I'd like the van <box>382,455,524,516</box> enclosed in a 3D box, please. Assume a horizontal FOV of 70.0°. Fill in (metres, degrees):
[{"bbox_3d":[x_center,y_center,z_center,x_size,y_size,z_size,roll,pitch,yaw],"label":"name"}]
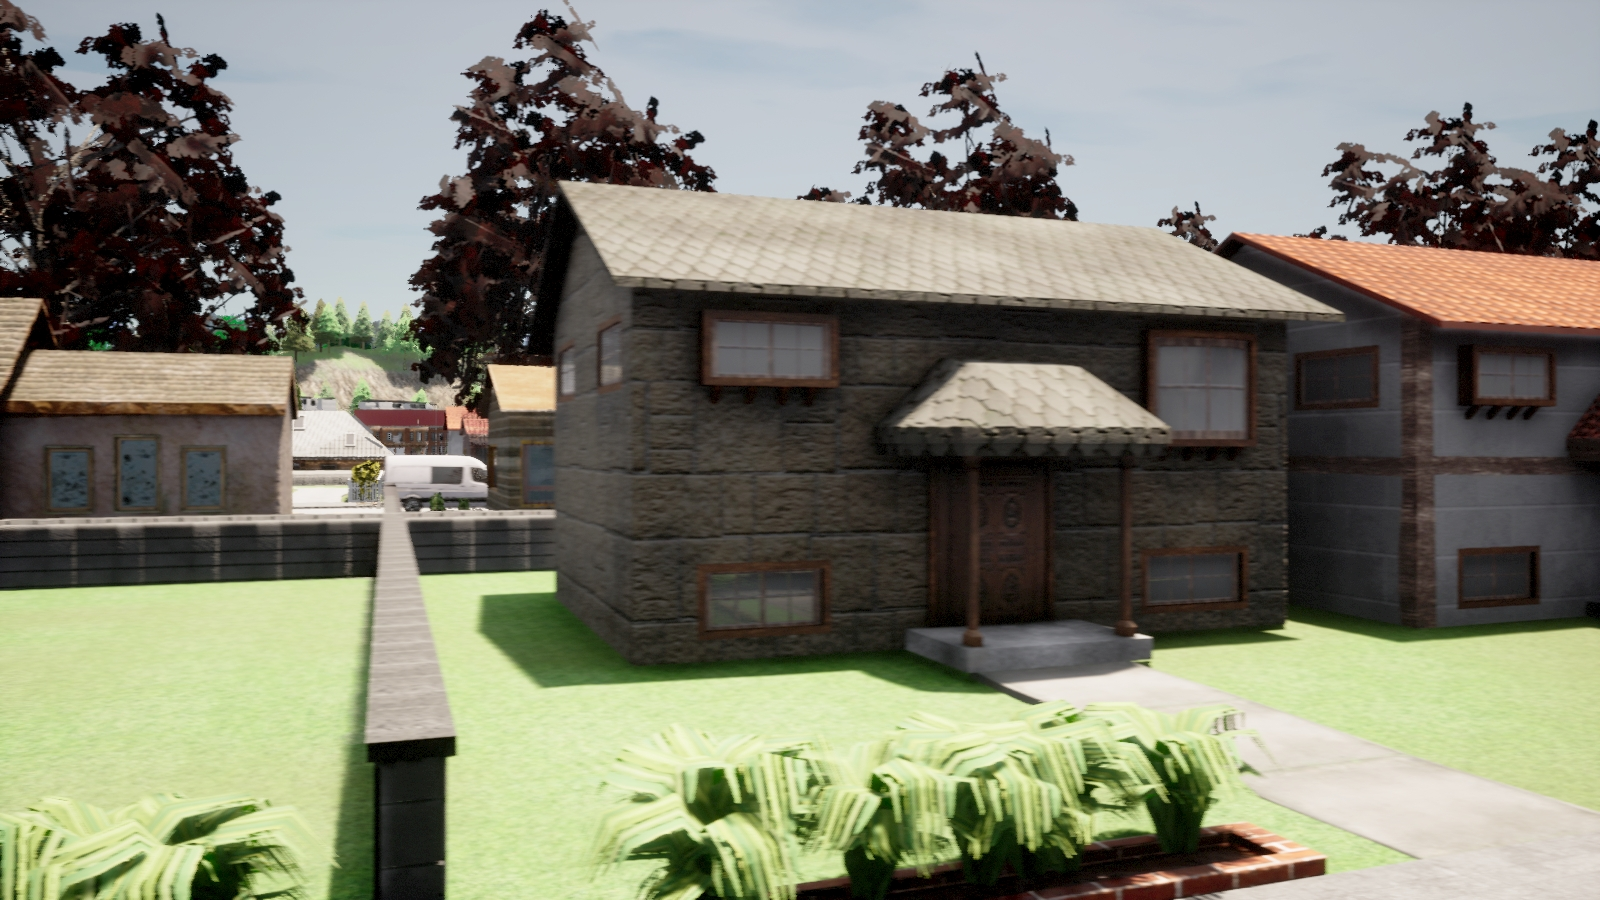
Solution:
[{"bbox_3d":[-15.451,1.534,50.900,5.915,2.561,1.988,0,0,-20],"label":"van"}]
